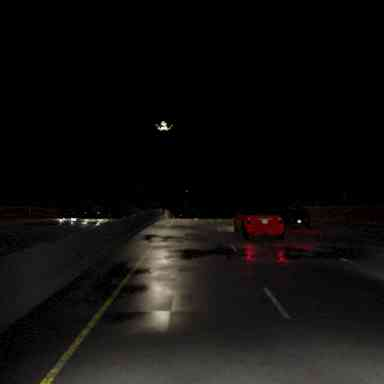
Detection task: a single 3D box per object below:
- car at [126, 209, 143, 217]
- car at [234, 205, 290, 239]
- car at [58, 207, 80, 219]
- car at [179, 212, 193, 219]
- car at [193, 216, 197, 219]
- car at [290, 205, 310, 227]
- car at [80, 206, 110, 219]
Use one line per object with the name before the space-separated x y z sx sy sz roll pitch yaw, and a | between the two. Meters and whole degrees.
car | -7.087 2.758 42.015 1.895 1.301 4.718 0 -5 0
car | 3.603 1.511 18.561 2.097 1.767 4.553 0 -1 0
car | -14.086 2.482 39.064 1.994 1.385 4.181 0 -4 0
car | -1.217 4.199 56.393 1.837 1.490 4.892 0 -6 0
car | 0.012 5.928 73.164 1.882 1.535 5.008 0 -6 0
car | 7.104 1.733 24.447 1.837 1.490 4.892 0 -1 0
car | -10.589 2.280 37.430 1.882 1.535 5.008 0 -4 0
